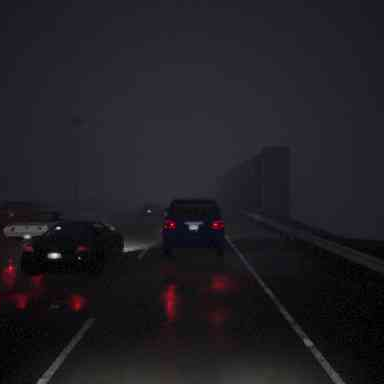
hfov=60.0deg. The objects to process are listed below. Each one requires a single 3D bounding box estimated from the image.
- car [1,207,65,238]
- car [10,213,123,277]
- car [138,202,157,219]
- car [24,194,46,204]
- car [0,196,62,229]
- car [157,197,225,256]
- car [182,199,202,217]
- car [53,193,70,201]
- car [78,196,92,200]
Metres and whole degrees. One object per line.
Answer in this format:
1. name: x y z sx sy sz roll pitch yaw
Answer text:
1. car: -6.952 1.595 16.253 1.895 1.301 4.718 0 0 0
2. car: -3.433 1.560 10.289 1.994 1.385 4.181 0 0 0
3. car: -3.494 1.554 29.188 1.994 1.385 4.181 0 0 0
4. car: -31.104 1.331 66.042 2.097 1.767 4.553 0 0 1
5. car: -10.467 1.344 21.447 2.097 1.767 4.553 0 0 0
6. car: 0.068 1.217 13.279 2.150 2.045 5.566 0 0 0
7. car: -0.001 1.494 31.785 1.837 1.490 4.892 0 0 0
8. car: -27.553 1.200 69.616 2.150 2.045 5.566 0 0 1
9. car: -20.631 1.502 64.139 1.812 1.442 4.674 0 0 1
